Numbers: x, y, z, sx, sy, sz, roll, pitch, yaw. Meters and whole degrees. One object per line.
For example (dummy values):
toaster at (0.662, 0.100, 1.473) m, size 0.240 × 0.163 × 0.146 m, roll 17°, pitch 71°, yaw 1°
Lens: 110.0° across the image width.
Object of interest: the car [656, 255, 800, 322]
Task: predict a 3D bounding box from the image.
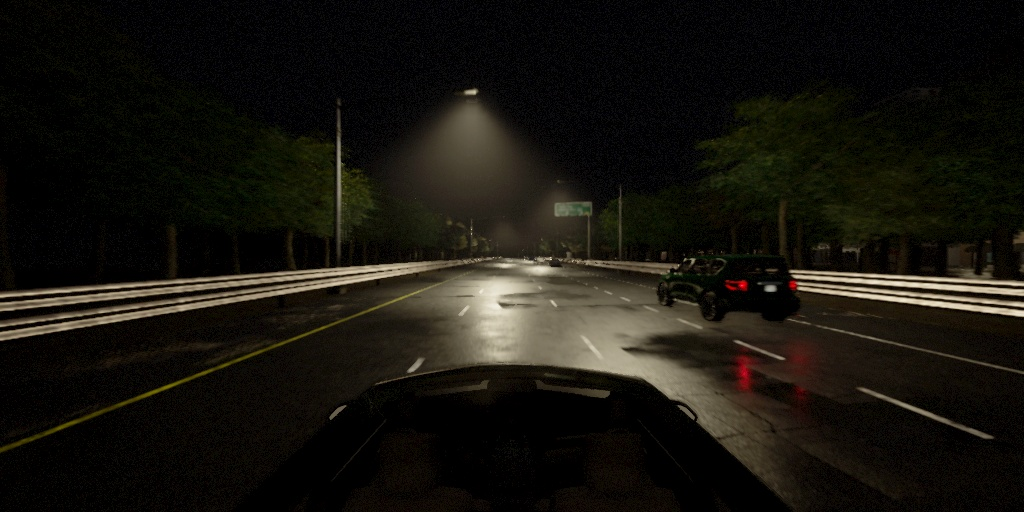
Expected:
car at (7.005, 0.980, 12.389) m, size 2.150 × 2.045 × 5.566 m, roll 0°, pitch 0°, yaw 0°

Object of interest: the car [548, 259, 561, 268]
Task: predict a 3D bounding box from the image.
car at (7.171, 1.281, 60.409) m, size 2.033 × 1.411 × 5.357 m, roll 0°, pitch 0°, yaw 0°
